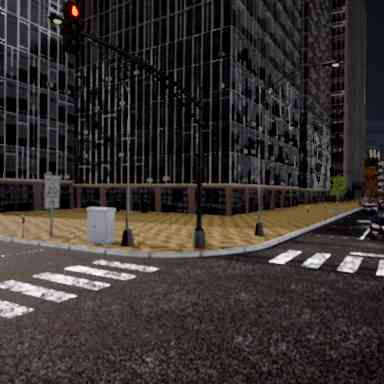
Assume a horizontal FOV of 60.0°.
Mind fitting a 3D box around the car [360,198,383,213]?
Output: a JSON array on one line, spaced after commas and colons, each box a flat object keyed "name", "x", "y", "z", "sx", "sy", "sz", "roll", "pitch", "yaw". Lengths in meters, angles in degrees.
[{"name": "car", "x": 20.340, "y": 1.715, "z": 37.976, "sx": 2.008, "sy": 1.369, "sz": 4.403, "roll": 0, "pitch": 0, "yaw": 32}]

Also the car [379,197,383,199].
[{"name": "car", "x": 23.286, "y": 1.737, "z": 42.730, "sx": 1.887, "sy": 1.381, "sz": 4.507, "roll": 0, "pitch": 0, "yaw": 32}]

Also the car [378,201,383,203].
[{"name": "car", "x": 15.241, "y": 1.646, "z": 25.001, "sx": 1.812, "sy": 1.442, "sz": 4.674, "roll": 1, "pitch": 0, "yaw": 32}]

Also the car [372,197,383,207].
[{"name": "car", "x": 32.083, "y": 1.716, "z": 57.016, "sx": 1.967, "sy": 1.590, "sz": 4.097, "roll": 0, "pitch": 0, "yaw": 32}]

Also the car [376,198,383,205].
[{"name": "car", "x": 37.904, "y": 1.914, "z": 66.570, "sx": 1.802, "sy": 1.307, "sz": 4.206, "roll": 0, "pitch": 0, "yaw": 32}]

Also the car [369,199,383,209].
[{"name": "car", "x": 29.177, "y": 1.799, "z": 52.239, "sx": 2.008, "sy": 1.369, "sz": 4.403, "roll": 0, "pitch": 0, "yaw": 32}]

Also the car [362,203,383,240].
[{"name": "car", "x": 10.148, "y": 1.563, "z": 16.830, "sx": 2.128, "sy": 1.511, "sz": 4.902, "roll": 1, "pitch": 0, "yaw": 32}]
